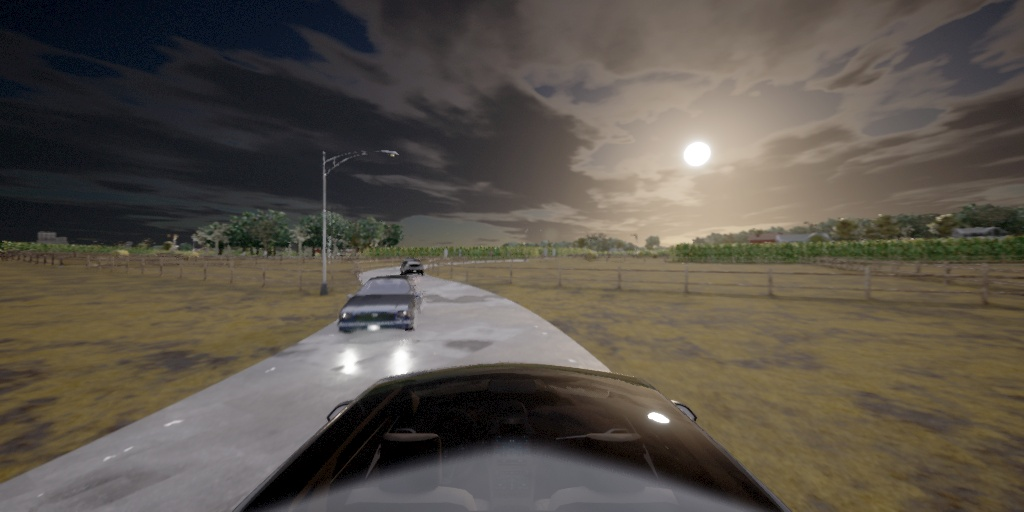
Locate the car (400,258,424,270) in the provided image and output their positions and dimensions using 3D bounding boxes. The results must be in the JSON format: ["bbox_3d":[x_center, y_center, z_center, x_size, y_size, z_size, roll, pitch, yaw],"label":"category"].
[{"bbox_3d":[-9.745,1.131,34.991,1.837,1.490,4.892,0,1,-21],"label":"car"}]

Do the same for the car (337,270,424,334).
[{"bbox_3d":[-3.835,1.353,11.286,2.033,1.411,5.357,0,0,-11],"label":"car"}]
